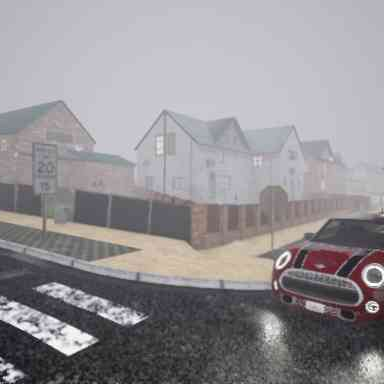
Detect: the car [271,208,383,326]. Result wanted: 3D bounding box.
[{"bbox_3d":[3.611,1.285,7.067,2.097,1.767,4.553,1,1,45],"label":"car"}]
